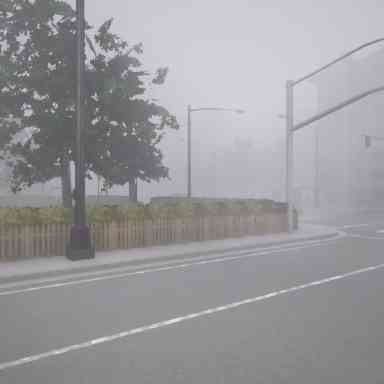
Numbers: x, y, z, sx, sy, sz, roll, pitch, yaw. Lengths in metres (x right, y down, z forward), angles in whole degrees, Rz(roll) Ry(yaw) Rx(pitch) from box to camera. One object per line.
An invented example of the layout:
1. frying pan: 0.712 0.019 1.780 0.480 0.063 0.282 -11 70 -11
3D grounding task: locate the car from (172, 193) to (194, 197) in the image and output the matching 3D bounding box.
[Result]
1. car: -0.868 1.222 45.073 2.150 2.045 5.566 0 0 -35

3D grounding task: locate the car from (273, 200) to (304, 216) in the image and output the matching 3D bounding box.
1. car: 8.360 1.525 31.743 1.812 1.442 4.674 0 0 -35
